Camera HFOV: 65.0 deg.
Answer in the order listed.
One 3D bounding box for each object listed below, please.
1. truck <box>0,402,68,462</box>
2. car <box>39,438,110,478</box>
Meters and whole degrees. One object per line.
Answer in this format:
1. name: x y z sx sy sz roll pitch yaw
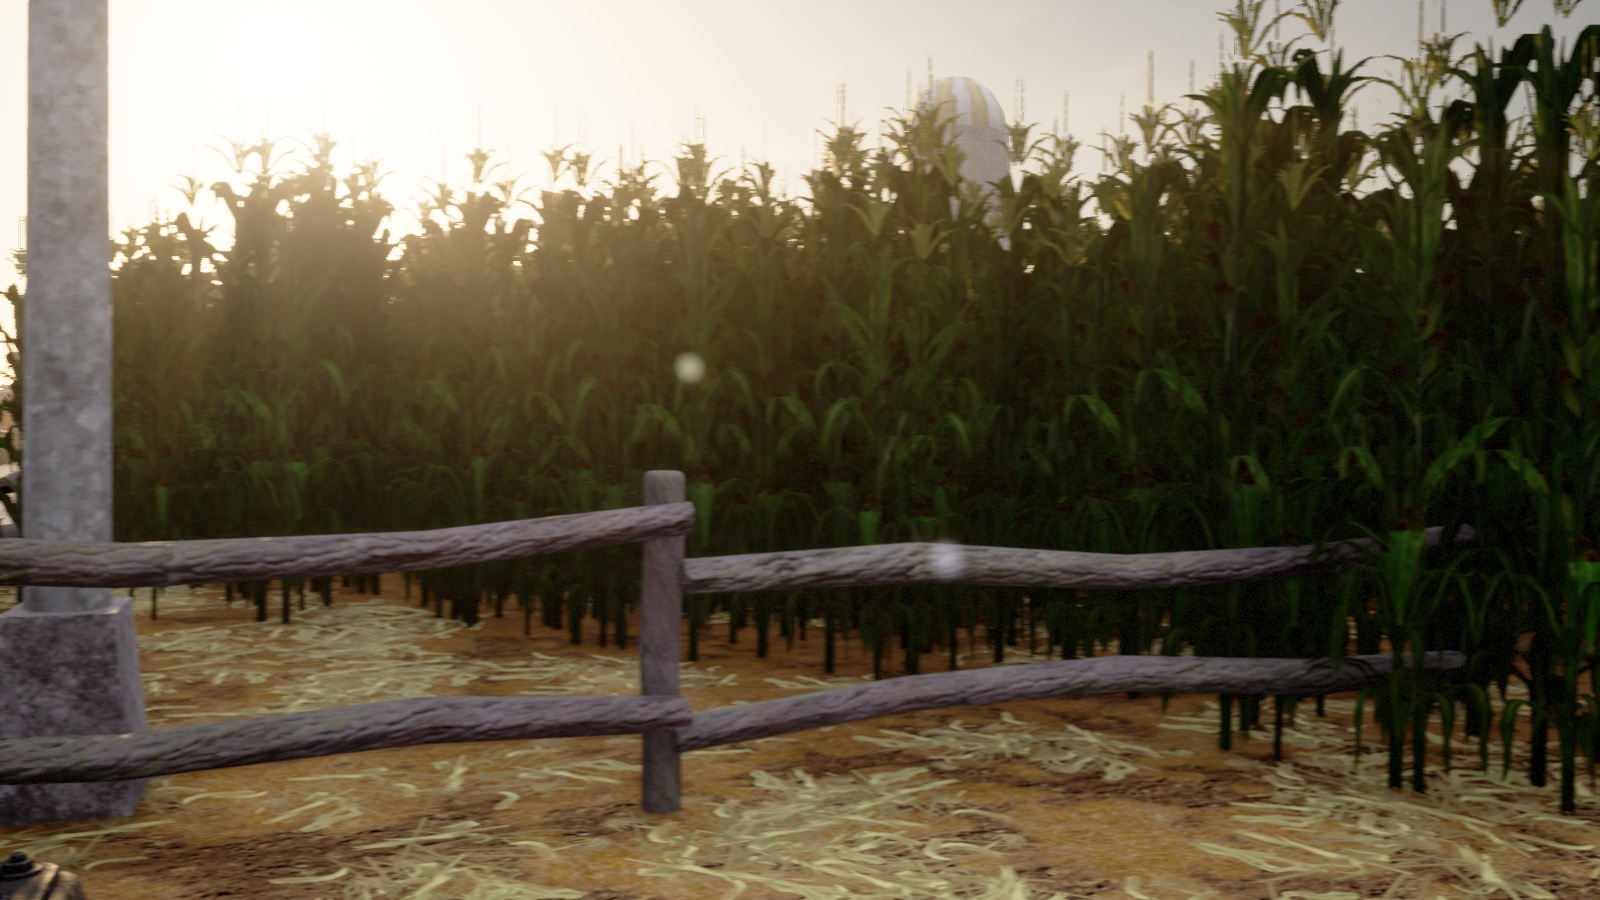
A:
1. truck: -52.988 -1.160 82.044 8.468 3.827 2.891 -1 1 -21
2. car: -28.839 0.291 50.007 1.816 1.474 4.193 -1 1 -21
